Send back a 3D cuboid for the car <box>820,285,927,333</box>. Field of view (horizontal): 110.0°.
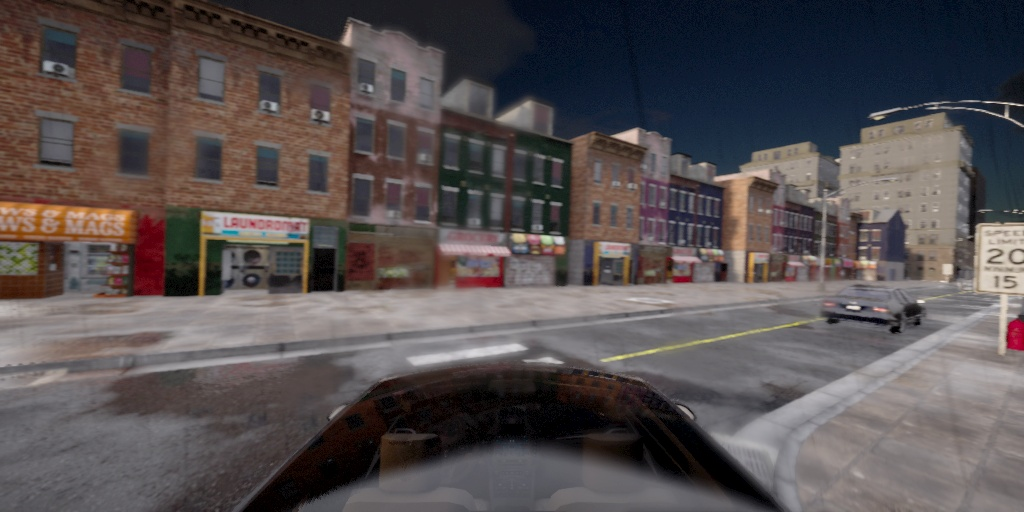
[{"bbox_3d":[12.862,1.746,12.694,5.357,1.411,2.033,2,0,-33],"label":"car"}]
